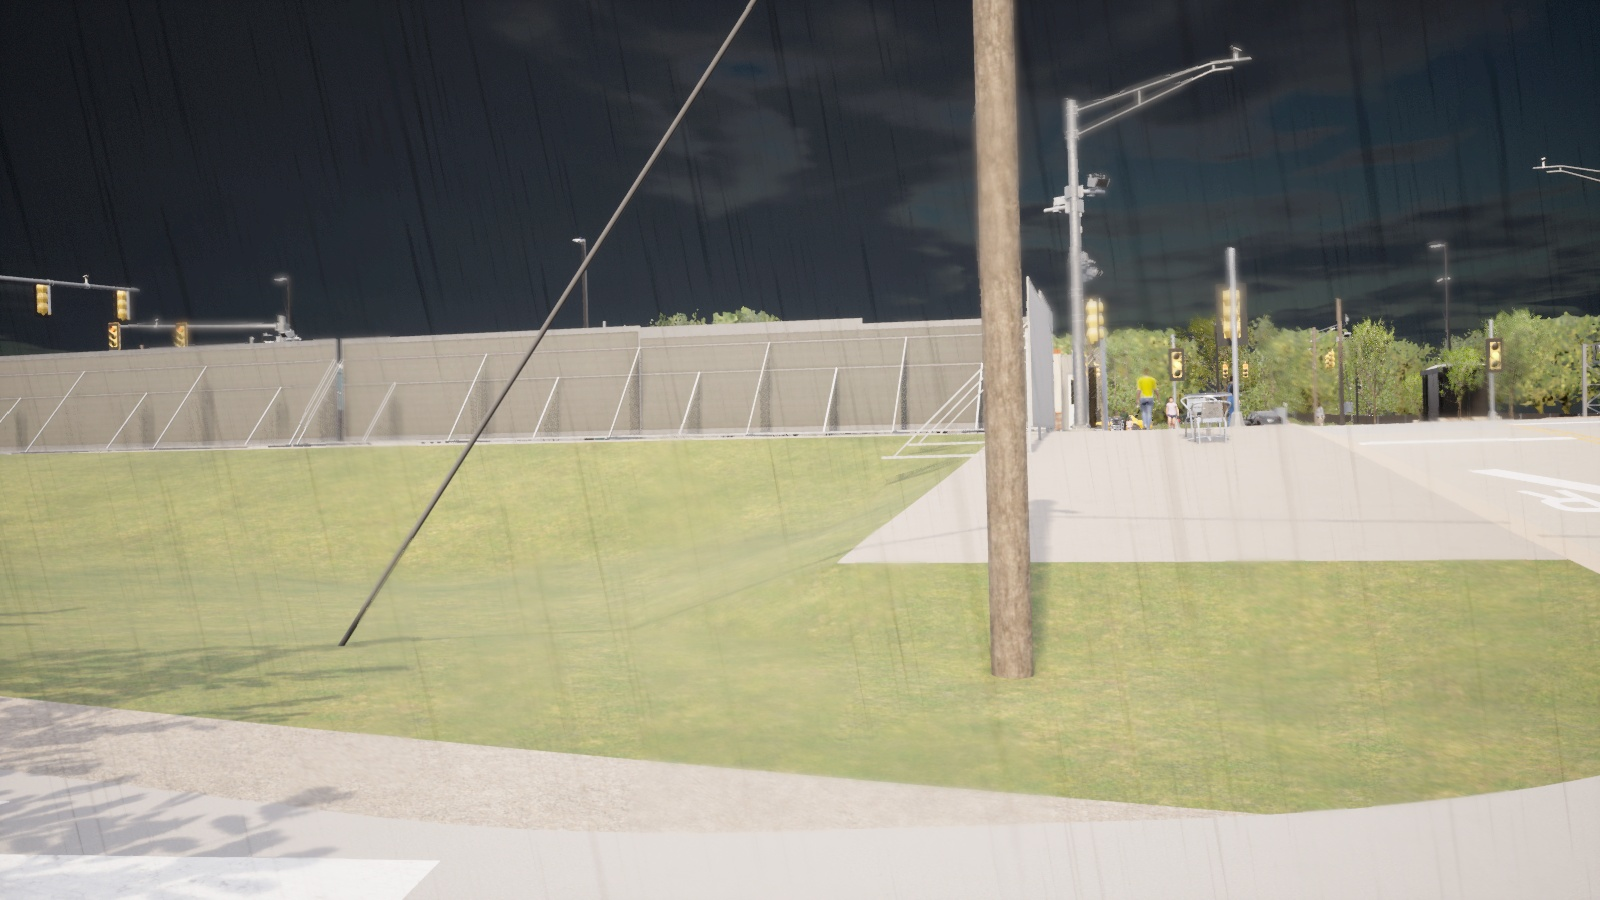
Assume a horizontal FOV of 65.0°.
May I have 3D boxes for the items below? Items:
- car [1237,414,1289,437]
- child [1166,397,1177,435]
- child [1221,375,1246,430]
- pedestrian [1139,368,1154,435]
[{"bbox_3d":[31.364,-1.672,85.204,2.163,1.488,4.792,-1,1,7],"label":"car"},{"bbox_3d":[10.985,-1.002,37.143,0.255,1.110,0.394,-1,0,24],"label":"child"},{"bbox_3d":[10.041,-1.090,29.094,0.437,1.263,0.270,-1,0,-5],"label":"child"},{"bbox_3d":[9.725,-1.353,35.237,0.354,1.836,0.706,-1,0,14],"label":"pedestrian"}]
